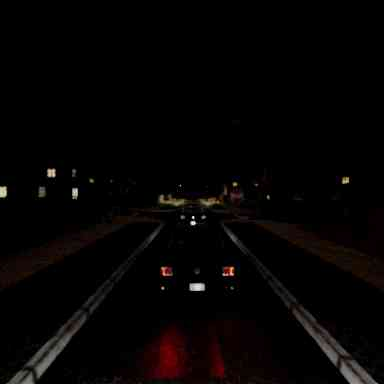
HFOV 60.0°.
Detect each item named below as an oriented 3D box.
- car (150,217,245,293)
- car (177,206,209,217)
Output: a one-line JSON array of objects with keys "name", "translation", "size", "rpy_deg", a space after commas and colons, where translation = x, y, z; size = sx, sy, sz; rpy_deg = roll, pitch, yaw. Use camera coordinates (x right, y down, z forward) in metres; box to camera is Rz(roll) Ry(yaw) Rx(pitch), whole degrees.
[{"name": "car", "translation": [0.109, 1.571, 8.735], "size": [1.895, 1.301, 4.718], "rpy_deg": [0, 0, 0]}, {"name": "car", "translation": [-0.007, 1.534, 21.950], "size": [1.895, 1.301, 4.718], "rpy_deg": [0, 0, -2]}]
